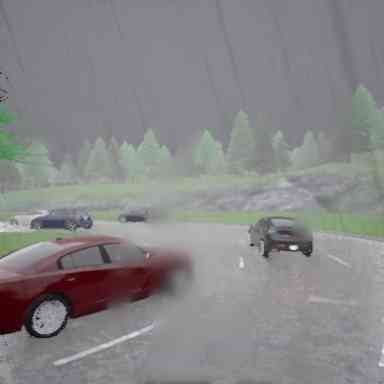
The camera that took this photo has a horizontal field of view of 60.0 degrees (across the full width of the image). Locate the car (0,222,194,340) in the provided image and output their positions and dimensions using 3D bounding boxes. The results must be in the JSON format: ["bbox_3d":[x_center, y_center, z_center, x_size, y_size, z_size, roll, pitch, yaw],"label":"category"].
[{"bbox_3d":[-2.049,1.666,7.115,1.882,1.535,5.008,-1,-1,42],"label":"car"}]

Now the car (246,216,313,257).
[{"bbox_3d":[3.618,1.793,14.324,1.837,1.490,4.892,1,-1,-1],"label":"car"}]

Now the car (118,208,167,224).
[{"bbox_3d":[-4.659,2.239,30.979,4.902,1.511,2.128,-1,-2,26],"label":"car"}]

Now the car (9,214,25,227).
[{"bbox_3d":[-13.864,2.345,29.759,4.674,1.442,1.812,-1,-1,8],"label":"car"}]

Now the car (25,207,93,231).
[{"bbox_3d":[-9.960,2.033,25.410,4.553,1.767,2.097,-1,-1,18],"label":"car"}]
